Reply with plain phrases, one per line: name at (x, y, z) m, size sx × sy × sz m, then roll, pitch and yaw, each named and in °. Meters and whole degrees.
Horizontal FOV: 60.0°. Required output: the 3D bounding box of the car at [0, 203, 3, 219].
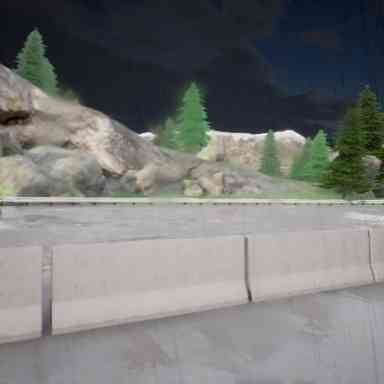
car at (-10.404, 0.655, 14.054) m, size 4.181 × 1.385 × 1.994 m, roll 1°, pitch 3°, yaw -28°
